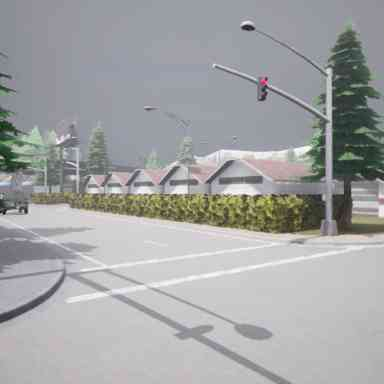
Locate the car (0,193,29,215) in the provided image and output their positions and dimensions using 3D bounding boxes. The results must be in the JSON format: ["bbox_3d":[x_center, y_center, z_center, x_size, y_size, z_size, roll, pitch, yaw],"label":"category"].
[{"bbox_3d":[-18.440,1.097,34.235,2.150,2.045,5.566,0,0,-37],"label":"car"}]
